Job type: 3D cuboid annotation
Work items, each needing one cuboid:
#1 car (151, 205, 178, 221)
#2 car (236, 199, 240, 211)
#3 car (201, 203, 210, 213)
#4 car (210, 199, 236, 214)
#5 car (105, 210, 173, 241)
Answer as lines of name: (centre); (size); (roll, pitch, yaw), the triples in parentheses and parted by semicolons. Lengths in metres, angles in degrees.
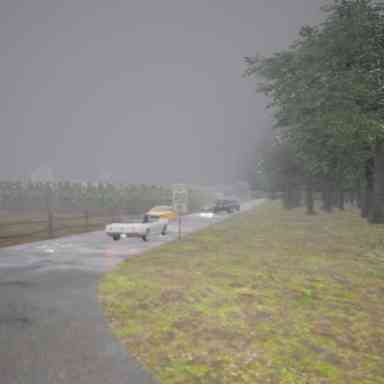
car: (-2.740, 1.990, 30.147); (1.882, 1.535, 5.008); (-1, -1, 14)
car: (7.025, 2.242, 57.925); (2.150, 2.045, 5.566); (-1, -1, 14)
car: (2.659, 2.422, 51.717); (2.128, 1.511, 4.902); (-1, -1, 14)
car: (4.519, 2.051, 47.536); (2.150, 2.045, 5.566); (-1, -1, 14)
car: (-2.774, 1.848, 18.081); (1.895, 1.301, 4.718); (-1, -1, 14)
